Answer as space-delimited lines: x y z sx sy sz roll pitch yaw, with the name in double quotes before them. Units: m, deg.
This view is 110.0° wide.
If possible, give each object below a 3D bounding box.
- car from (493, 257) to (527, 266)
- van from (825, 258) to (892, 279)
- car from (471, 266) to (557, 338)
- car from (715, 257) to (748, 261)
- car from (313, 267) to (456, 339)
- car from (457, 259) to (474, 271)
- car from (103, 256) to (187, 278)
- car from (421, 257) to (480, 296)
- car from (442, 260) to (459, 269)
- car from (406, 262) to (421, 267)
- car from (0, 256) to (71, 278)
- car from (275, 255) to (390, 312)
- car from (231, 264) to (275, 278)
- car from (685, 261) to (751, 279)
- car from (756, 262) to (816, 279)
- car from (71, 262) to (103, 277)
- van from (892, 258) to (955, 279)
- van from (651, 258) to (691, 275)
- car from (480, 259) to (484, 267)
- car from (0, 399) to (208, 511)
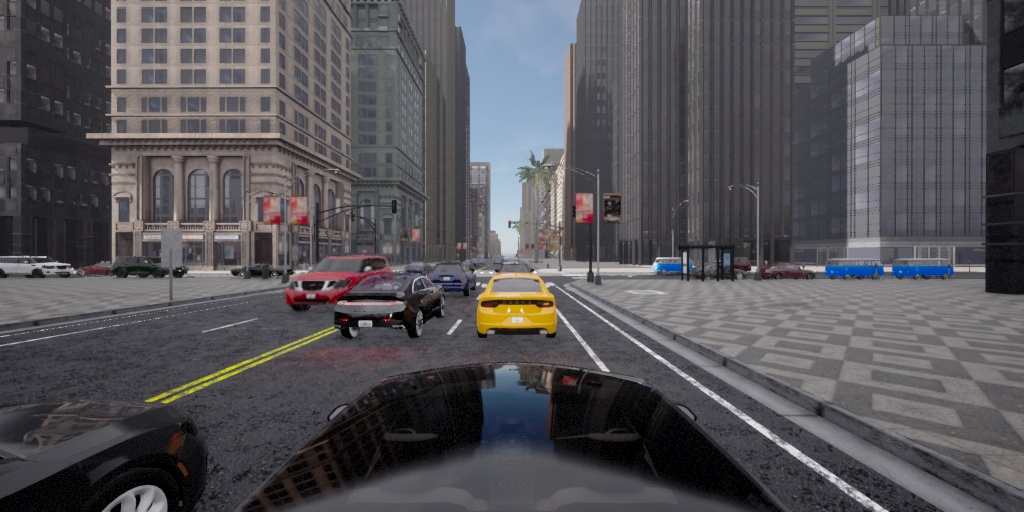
"car" 0.128 1.102 19.291 2.097 1.767 4.553 0 0 0
"van" 28.471 1.082 29.817 3.998 1.789 1.690 0 0 0
"car" 0.111 1.227 10.217 1.882 1.535 5.008 0 0 0
"car" 22.802 1.035 38.350 5.009 1.841 2.192 0 0 0
"car" -3.138 1.241 10.128 2.128 1.511 4.902 0 0 0
"car" -6.524 1.257 50.677 1.837 1.490 4.892 0 0 -1
"car" -33.012 1.007 32.664 5.566 2.045 2.150 0 0 0
"car" -3.122 1.102 19.267 2.097 1.767 4.553 0 0 0
"car" -9.746 1.353 57.508 1.895 1.301 4.718 0 0 0
"car" -9.793 1.298 37.663 2.033 1.411 5.357 0 0 0
"car" -43.719 1.020 32.739 5.566 2.045 2.150 0 0 0
"car" -6.580 0.973 14.488 2.150 2.045 5.566 0 0 0
"car" -22.539 1.375 32.593 4.718 1.301 1.895 0 0 0
"car" 17.116 1.299 29.832 4.403 1.370 2.007 0 0 0
"car" 22.793 1.326 29.825 4.207 1.307 1.802 0 0 0
"car" -40.522 1.311 35.910 4.674 1.442 1.812 0 0 0
"van" 34.148 1.080 29.810 3.998 1.789 1.690 0 0 0
"van" 17.125 1.065 38.357 3.998 1.789 1.690 0 0 0
"car" -6.484 1.105 60.422 2.097 1.767 4.553 0 0 1
"car" -3.152 1.255 0.612 1.837 1.490 4.892 0 0 0
